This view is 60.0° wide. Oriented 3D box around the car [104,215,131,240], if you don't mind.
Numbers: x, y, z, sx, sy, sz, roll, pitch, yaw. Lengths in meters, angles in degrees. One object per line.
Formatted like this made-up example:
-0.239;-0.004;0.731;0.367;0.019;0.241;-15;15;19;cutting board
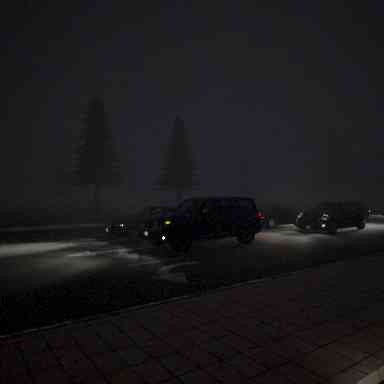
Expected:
-1.911;1.491;16.740;4.902;1.511;2.128;0;0;-35;car

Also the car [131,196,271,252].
0.538;1.221;14.195;5.566;2.045;2.150;0;0;-34;car

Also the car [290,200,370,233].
8.252;1.352;19.685;4.553;1.767;2.097;0;0;-35;car

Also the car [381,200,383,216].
20.778;1.503;32.820;4.892;1.490;1.837;-1;0;-35;car

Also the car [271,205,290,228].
5.350;1.564;21.921;4.181;1.385;1.994;0;0;-36;car
